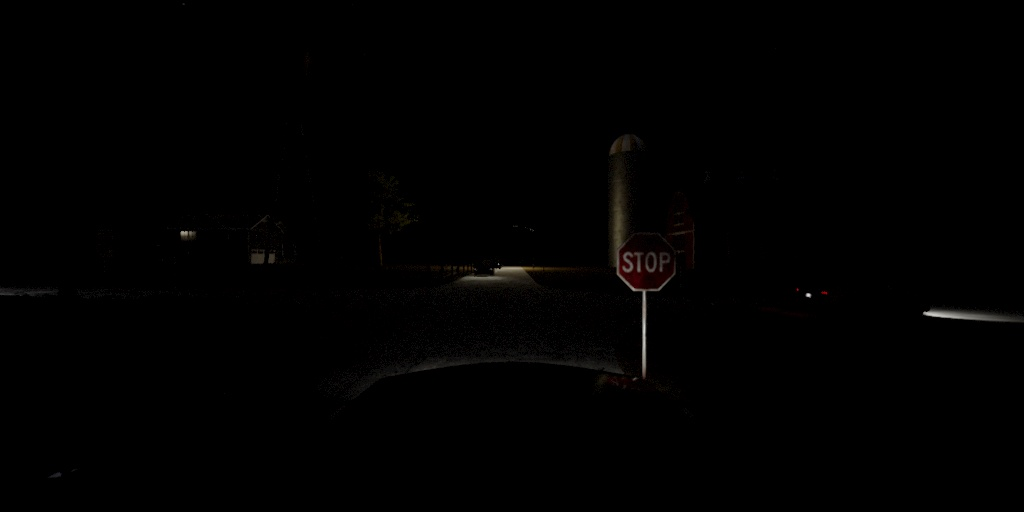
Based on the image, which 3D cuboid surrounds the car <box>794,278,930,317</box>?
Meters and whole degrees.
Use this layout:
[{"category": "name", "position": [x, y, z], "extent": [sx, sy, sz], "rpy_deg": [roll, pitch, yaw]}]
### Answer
[{"category": "car", "position": [13.918, 1.584, 14.417], "extent": [4.181, 1.385, 1.994], "rpy_deg": [1, 0, 0]}]

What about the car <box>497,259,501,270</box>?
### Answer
[{"category": "car", "position": [-2.845, 1.274, 57.849], "extent": [2.097, 1.767, 4.553], "rpy_deg": [0, 0, 0]}]

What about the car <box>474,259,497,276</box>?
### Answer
[{"category": "car", "position": [-2.864, 1.286, 37.567], "extent": [1.882, 1.535, 5.008], "rpy_deg": [0, 0, 0]}]
